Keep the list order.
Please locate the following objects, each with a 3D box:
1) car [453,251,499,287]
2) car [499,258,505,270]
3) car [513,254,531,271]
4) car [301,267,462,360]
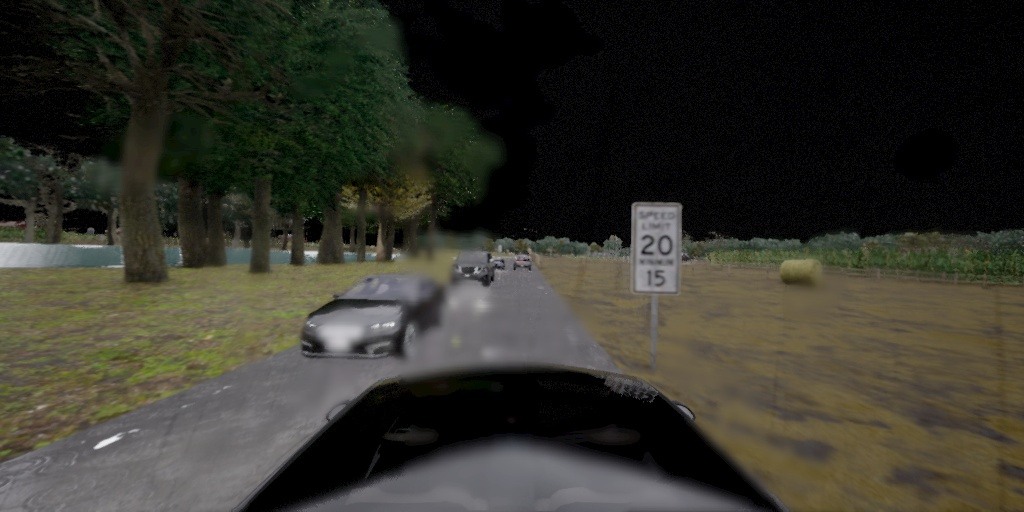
[{"bbox_3d":[-2.291,0.699,22.368,2.150,2.045,5.566,1,1,2],"label":"car"},{"bbox_3d":[-1.747,0.747,38.103,1.994,1.385,4.181,1,1,2],"label":"car"},{"bbox_3d":[1.122,0.729,38.501,2.128,1.511,4.902,1,1,2],"label":"car"},{"bbox_3d":[-2.720,1.155,8.224,2.128,1.511,4.902,1,0,2],"label":"car"}]
